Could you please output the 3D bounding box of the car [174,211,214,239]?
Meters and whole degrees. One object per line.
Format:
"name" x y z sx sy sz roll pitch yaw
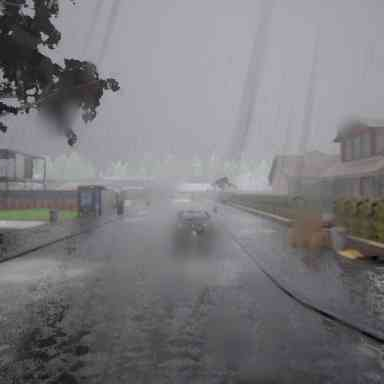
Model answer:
"car" 0.097 1.614 17.439 1.895 1.301 4.718 0 0 0

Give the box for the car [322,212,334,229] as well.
"car" 8.882 1.370 17.457 5.357 1.415 2.033 0 0 3
